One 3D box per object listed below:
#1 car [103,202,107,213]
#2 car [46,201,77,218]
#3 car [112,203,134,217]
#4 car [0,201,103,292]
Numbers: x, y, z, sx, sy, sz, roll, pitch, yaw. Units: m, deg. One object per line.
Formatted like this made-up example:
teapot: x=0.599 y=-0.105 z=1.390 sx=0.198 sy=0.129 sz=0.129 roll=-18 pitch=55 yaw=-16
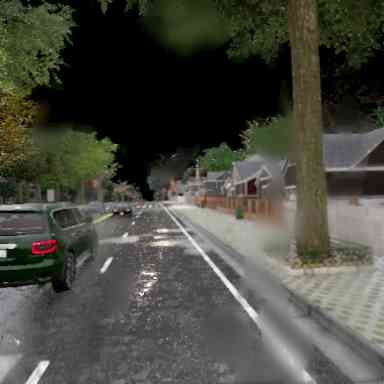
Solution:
car: x=-10.949 y=1.822 z=38.061 sx=1.837 sy=1.490 sz=4.892 roll=-1 pitch=0 yaw=-6
car: x=-13.978 y=1.867 z=35.950 sx=1.882 sy=1.535 sz=5.008 roll=-1 pitch=0 yaw=-7
car: x=-7.069 y=1.806 z=34.442 sx=1.895 sy=1.301 sz=4.718 roll=-1 pitch=0 yaw=-7
car: x=-4.092 y=1.319 z=9.163 sx=2.150 sy=2.045 sz=5.566 roll=-1 pitch=0 yaw=-7
